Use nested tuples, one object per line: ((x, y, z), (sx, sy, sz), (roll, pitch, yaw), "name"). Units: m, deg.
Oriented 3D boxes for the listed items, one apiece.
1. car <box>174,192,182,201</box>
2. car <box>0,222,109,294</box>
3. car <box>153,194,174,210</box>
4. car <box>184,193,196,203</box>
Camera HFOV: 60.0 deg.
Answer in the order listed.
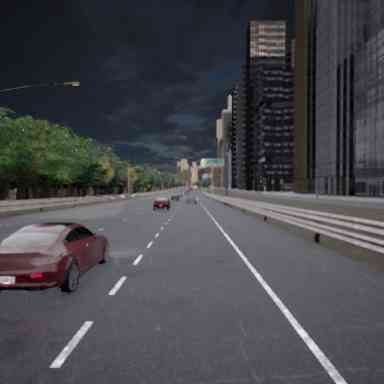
((-3.743, 1.241, 74.961), (1.837, 1.490, 4.892), (0, 0, 0), "car")
((-3.507, 1.501, 8.621), (1.812, 1.442, 4.674), (0, 0, 0), "car")
((-3.597, 1.357, 40.745), (1.882, 1.535, 5.008), (0, 0, 0), "car")
((-0.101, 1.352, 61.020), (2.033, 1.411, 5.357), (0, 0, 0), "car")
